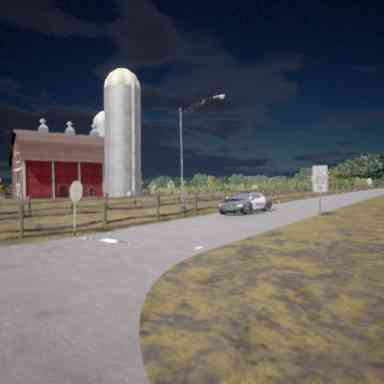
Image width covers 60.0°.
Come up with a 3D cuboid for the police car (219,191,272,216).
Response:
[{"bbox_3d":[3.602,0.719,22.535,2.038,1.542,4.974,-1,2,36],"label":"police car"}]
